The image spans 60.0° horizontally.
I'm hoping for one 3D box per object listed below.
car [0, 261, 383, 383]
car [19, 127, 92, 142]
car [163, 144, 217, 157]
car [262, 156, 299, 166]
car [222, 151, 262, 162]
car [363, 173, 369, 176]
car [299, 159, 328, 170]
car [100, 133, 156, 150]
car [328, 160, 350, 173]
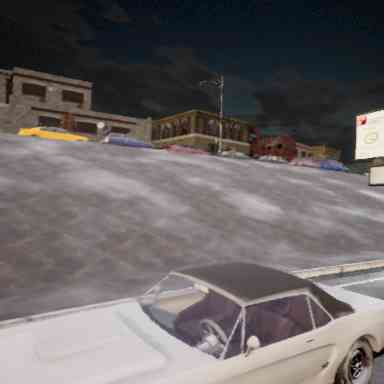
[{"bbox_3d":[0.214,1.586,3.671,4.718,1.301,1.895,0,0,-33],"label":"car"},{"bbox_3d":[-9.983,-3.951,24.571,5.008,1.535,2.097,2,-1,-29],"label":"car"},{"bbox_3d":[-0.317,-3.508,30.314,4.792,1.488,2.163,2,-1,-31],"label":"car"},{"bbox_3d":[8.844,-3.135,36.283,4.892,1.521,2.231,3,-1,-34],"label":"car"},{"bbox_3d":[4.335,-3.296,33.275,4.674,1.452,2.002,2,-1,-32],"label":"car"},{"bbox_3d":[26.675,-2.072,49.606,4.674,1.452,2.002,4,-2,-39],"label":"car"},{"bbox_3d":[13.461,-3.035,39.515,4.553,1.767,2.185,3,-1,-35],"label":"car"},{"bbox_3d":[-5.199,-3.874,27.336,4.553,1.767,2.185,2,-1,-30],"label":"car"},{"bbox_3d":[17.998,-2.914,42.816,5.566,2.045,2.435,3,-1,-36],"label":"car"}]
